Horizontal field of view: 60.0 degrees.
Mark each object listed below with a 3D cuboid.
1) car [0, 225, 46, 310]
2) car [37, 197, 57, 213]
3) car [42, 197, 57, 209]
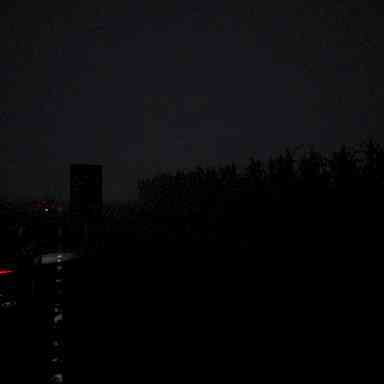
[{"bbox_3d":[-4.447,1.498,7.414,1.837,1.490,4.892,0,0,-21],"label":"car"},{"bbox_3d":[-15.714,1.551,36.196,1.895,1.301,4.718,0,0,-21],"label":"car"},{"bbox_3d":[-19.471,1.454,45.609,1.812,1.442,4.674,0,0,-21],"label":"car"}]
